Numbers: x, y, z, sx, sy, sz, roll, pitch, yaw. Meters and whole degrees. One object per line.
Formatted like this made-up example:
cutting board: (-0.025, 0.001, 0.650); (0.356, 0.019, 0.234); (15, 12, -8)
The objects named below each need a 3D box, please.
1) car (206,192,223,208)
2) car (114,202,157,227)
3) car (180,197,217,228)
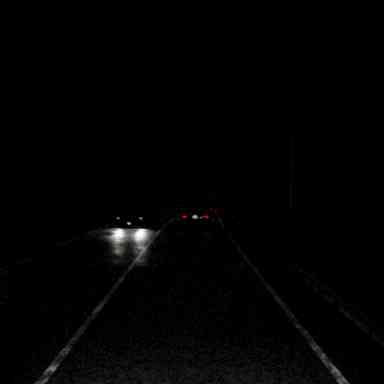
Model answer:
car: (2.500, 1.118, 40.520); (1.882, 1.535, 5.008); (1, 1, 10)
car: (-3.391, 1.332, 21.098); (2.033, 1.411, 5.357); (0, 1, 2)
car: (0.268, 1.312, 20.442); (2.033, 1.411, 5.357); (0, 2, 2)
